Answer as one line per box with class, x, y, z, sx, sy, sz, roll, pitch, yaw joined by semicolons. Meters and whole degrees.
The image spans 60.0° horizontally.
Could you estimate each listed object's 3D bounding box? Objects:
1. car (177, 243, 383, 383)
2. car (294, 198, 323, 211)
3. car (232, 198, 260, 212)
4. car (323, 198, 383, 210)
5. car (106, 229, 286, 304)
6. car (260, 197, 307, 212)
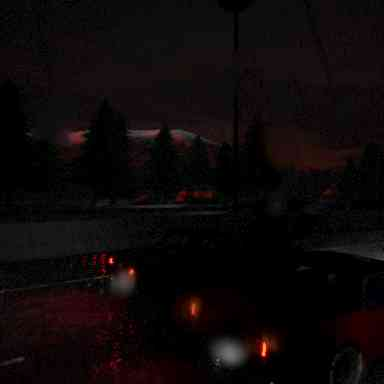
car;2.332;1.585;5.027;4.718;1.301;1.895;0;0;-32
car;11.600;1.462;28.984;4.674;1.442;1.812;0;0;-23
car;6.567;1.348;34.474;5.008;1.535;1.882;0;0;-23
car;12.978;1.123;25.764;5.008;1.535;1.882;0;0;-23
car;0.507;1.566;8.001;4.718;1.301;1.895;0;0;-31
car;9.221;1.241;31.785;4.553;1.767;2.097;0;0;-23
